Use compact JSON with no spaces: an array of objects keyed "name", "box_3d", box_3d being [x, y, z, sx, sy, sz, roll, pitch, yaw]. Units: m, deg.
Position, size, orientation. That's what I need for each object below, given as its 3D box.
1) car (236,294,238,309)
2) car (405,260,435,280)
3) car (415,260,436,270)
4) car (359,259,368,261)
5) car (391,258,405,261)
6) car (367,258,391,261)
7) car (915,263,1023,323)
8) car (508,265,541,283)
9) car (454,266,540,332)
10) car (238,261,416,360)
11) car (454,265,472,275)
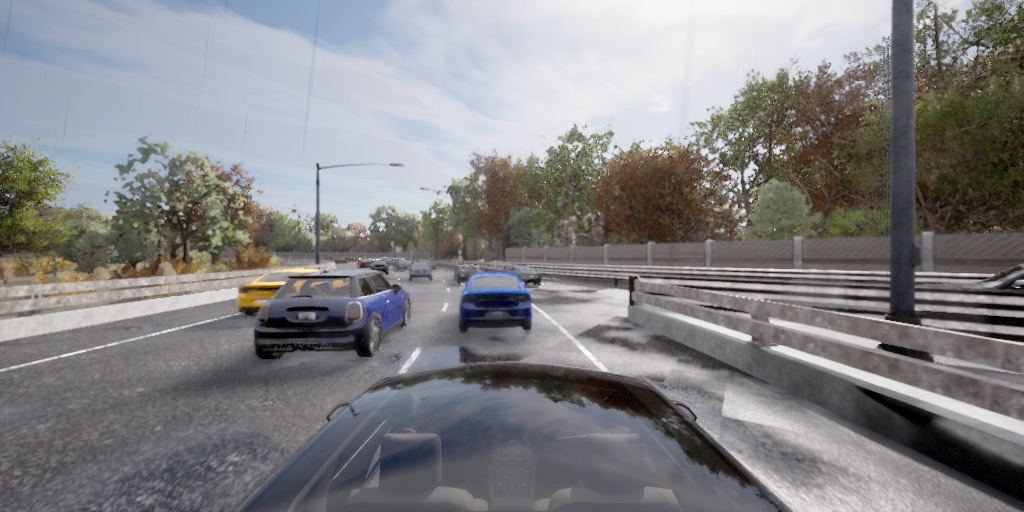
[{"name":"car","box_3d":[-7.847,1.225,13.256,1.882,1.535,5.008,0,0,-7]},{"name":"car","box_3d":[-7.846,1.290,30.542,2.033,1.411,5.357,0,0,-16]},{"name":"car","box_3d":[-12.569,1.300,51.690,1.994,1.385,4.181,0,0,-28]},{"name":"car","box_3d":[-23.151,1.214,56.363,1.882,1.535,5.008,0,0,-31]},{"name":"car","box_3d":[-15.065,1.285,49.099,2.033,1.411,5.357,0,0,-27]},{"name":"car","box_3d":[-14.634,1.246,39.406,1.837,1.490,4.892,0,0,-21]},{"name":"car","box_3d":[12.837,1.069,8.212,2.150,2.045,5.566,0,-2,-43]},{"name":"car","box_3d":[0.245,1.309,25.107,1.994,1.385,4.181,0,0,-31]},{"name":"car","box_3d":[-0.563,1.225,10.888,1.882,1.535,5.008,0,0,-5]},{"name":"car","box_3d":[-3.856,1.100,8.576,2.097,1.767,4.553,0,0,-5]},{"name":"car","box_3d":[-3.350,1.344,27.033,1.895,1.301,4.718,0,0,-13]}]
